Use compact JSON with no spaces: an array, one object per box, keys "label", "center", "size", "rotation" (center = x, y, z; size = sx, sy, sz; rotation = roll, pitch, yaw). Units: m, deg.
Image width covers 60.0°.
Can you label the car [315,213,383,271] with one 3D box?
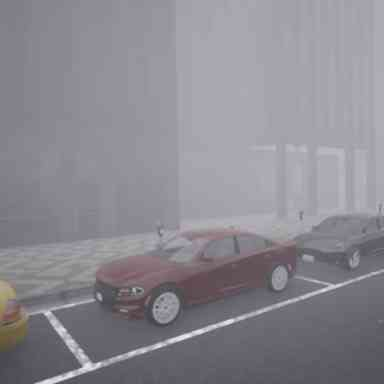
[{"label":"car","center":[4.872,1.342,10.123],"size":[4.313,1.339,1.947],"rotation":[-2,1,-35]}]

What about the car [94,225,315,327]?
[{"label":"car","center":[0.284,1.450,6.852],"size":[4.507,1.381,1.887],"rotation":[-2,1,-35]}]

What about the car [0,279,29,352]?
[{"label":"car","center":[-4.443,1.564,3.481],"size":[4.829,1.417,1.752],"rotation":[-2,1,-35]}]
